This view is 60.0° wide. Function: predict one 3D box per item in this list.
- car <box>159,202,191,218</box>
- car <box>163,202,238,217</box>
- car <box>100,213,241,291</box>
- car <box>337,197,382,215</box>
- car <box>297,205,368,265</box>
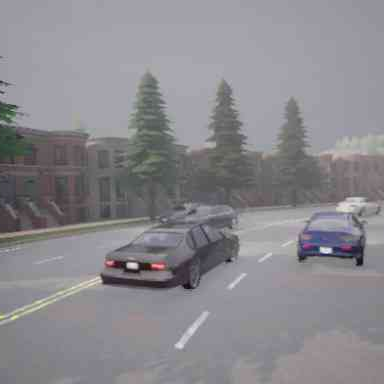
[{"bbox_3d":[-0.210,1.495,22.741,1.837,1.490,4.892,-2,0,39],"label":"car"},{"bbox_3d":[0.847,1.467,18.346,1.837,1.490,4.892,-2,0,36],"label":"car"},{"bbox_3d":[-0.215,1.547,9.207,2.033,1.411,5.357,-2,0,24],"label":"car"},{"bbox_3d":[12.981,1.125,25.927,4.674,1.442,1.812,-2,0,-39],"label":"car"},{"bbox_3d":[4.714,1.379,11.079,1.812,1.442,4.674,-2,0,28],"label":"car"}]
